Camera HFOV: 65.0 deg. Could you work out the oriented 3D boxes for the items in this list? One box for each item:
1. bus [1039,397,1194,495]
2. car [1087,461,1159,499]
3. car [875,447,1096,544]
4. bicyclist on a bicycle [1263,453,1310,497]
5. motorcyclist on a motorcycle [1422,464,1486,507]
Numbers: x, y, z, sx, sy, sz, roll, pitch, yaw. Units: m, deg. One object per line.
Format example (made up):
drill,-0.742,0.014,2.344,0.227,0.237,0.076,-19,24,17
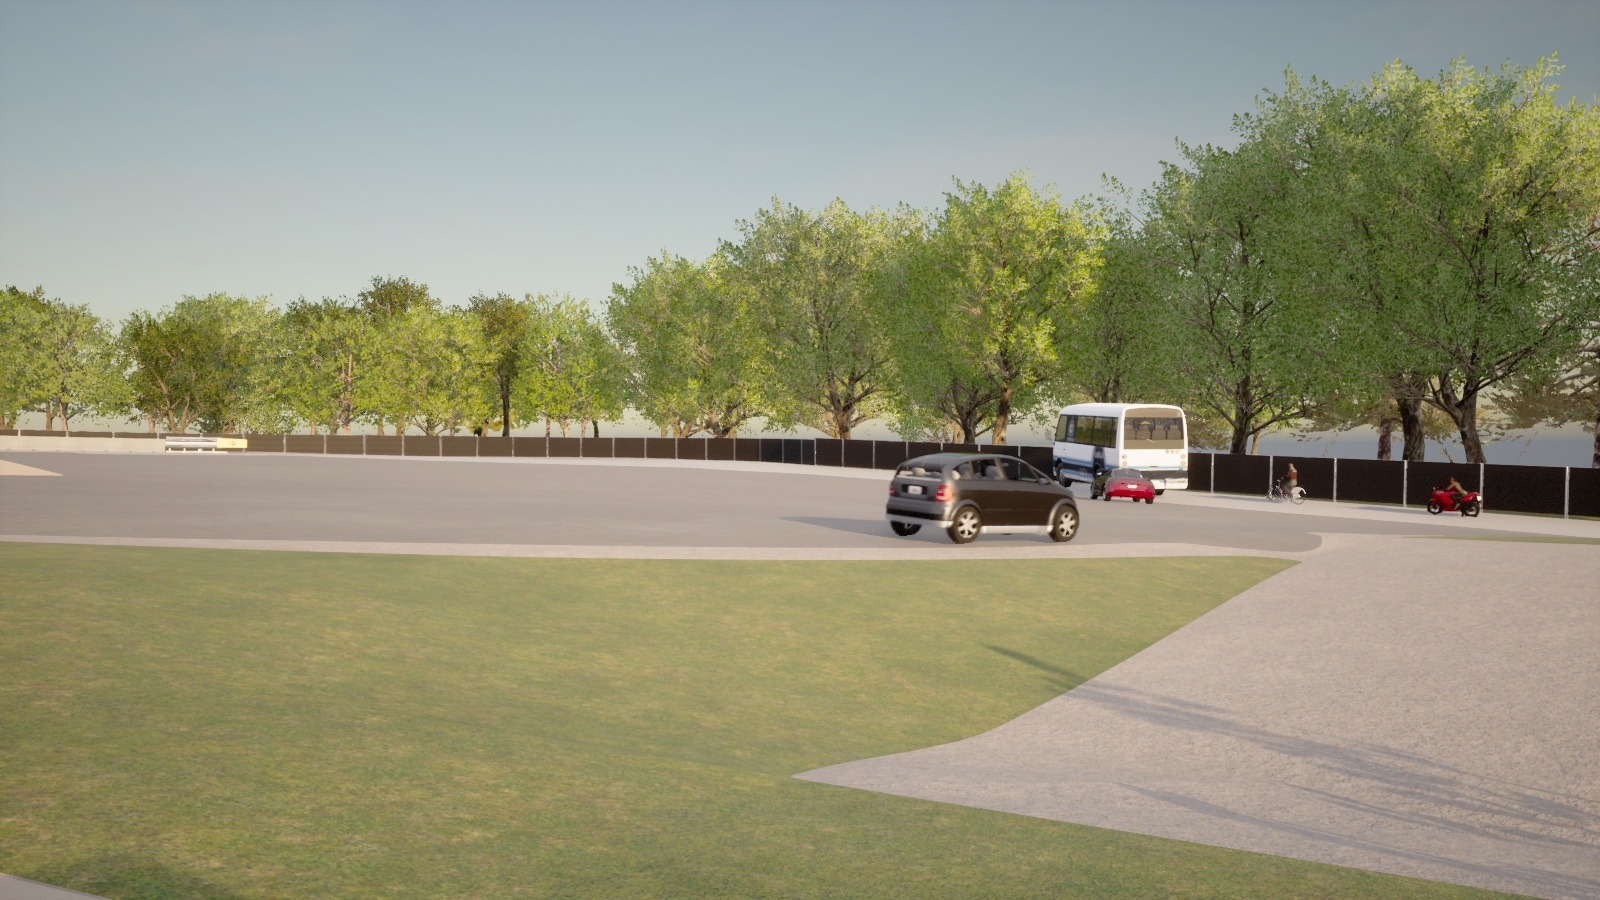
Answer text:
bus,15.002,-0.398,60.720,3.944,4.253,10.273,-1,3,-6
car,13.017,1.173,50.853,1.994,1.385,4.181,2,0,3
car,3.376,0.784,22.590,3.705,1.549,1.789,1,2,-37
bicyclist on a bicycle,20.915,1.056,54.027,0.659,1.776,1.843,-2,2,-35
motorcyclist on a motorcycle,25.129,1.341,48.273,0.797,1.523,2.044,-2,2,-38
